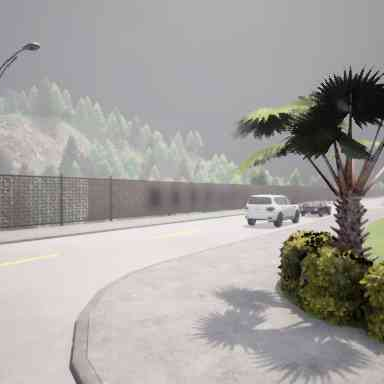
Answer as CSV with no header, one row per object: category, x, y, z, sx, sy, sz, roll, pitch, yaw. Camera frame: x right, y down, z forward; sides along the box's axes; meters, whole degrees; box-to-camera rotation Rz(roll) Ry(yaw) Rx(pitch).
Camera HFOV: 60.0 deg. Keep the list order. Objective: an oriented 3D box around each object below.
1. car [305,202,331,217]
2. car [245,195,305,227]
car,11.779,1.602,31.592,1.895,1.301,4.718,0,0,35
car,5.660,1.222,23.040,2.150,2.045,5.566,0,0,36
